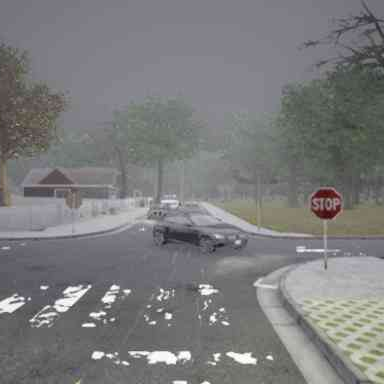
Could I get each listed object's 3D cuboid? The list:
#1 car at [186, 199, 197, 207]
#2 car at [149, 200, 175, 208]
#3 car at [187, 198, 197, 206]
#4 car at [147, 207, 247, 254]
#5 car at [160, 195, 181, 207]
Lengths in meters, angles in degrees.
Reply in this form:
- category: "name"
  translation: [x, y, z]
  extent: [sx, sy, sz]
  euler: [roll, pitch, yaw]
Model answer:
- category: "car"
  translation: [-0.029, 1.969, 58.123]
  extent: [1.895, 1.301, 4.718]
  euler: [0, 0, 0]
- category: "car"
  translation: [-2.892, 1.712, 30.135]
  extent: [1.994, 1.385, 4.181]
  euler: [0, 0, 0]
- category: "car"
  translation: [-0.097, 2.018, 68.189]
  extent: [1.994, 1.385, 4.181]
  euler: [0, 0, 0]
- category: "car"
  translation: [0.121, 1.567, 13.805]
  extent: [1.812, 1.442, 4.674]
  euler: [-1, 1, -41]
- category: "car"
  translation: [-2.915, 1.473, 44.307]
  extent: [2.150, 2.045, 5.566]
  euler: [0, 0, 0]
